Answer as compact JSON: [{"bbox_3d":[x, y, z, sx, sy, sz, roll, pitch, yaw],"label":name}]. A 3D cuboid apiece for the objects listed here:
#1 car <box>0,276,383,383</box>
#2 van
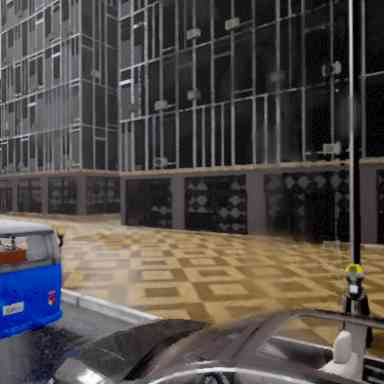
[{"bbox_3d":[0.733,1.547,2.212,4.403,1.369,2.008,0,0,36],"label":"car"},{"bbox_3d":[-3.864,1.298,5.498,3.998,1.788,1.690,0,0,36],"label":"van"}]
